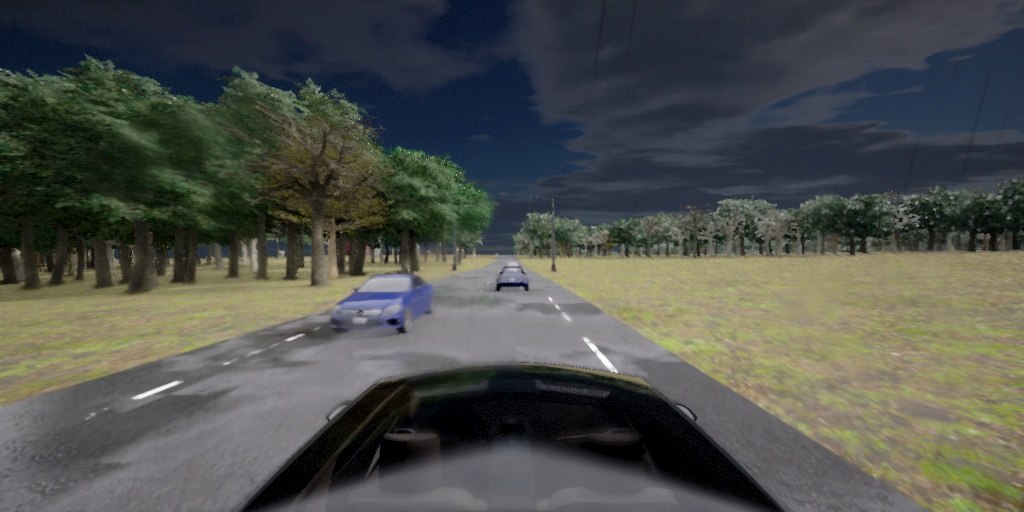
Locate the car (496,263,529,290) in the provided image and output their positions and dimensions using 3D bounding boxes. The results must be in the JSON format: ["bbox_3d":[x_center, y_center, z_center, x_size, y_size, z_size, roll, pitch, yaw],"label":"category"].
[{"bbox_3d":[0.038,1.302,22.216,1.994,1.385,4.181,0,0,0],"label":"car"}]

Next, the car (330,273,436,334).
[{"bbox_3d":[-3.509,1.246,10.650,1.812,1.442,4.674,0,0,0],"label":"car"}]
